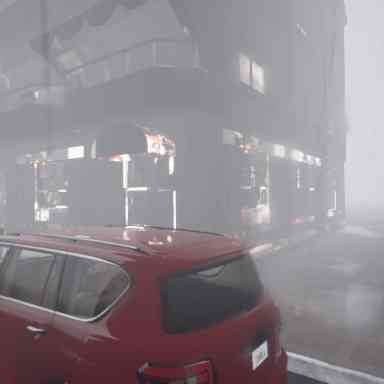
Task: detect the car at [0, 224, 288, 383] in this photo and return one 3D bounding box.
[{"bbox_3d":[-1.431,1.316,3.903,5.009,1.841,2.192,0,-1,35],"label":"car"}]
